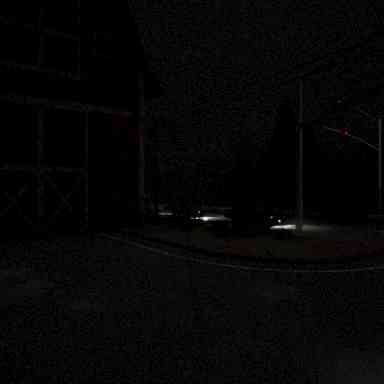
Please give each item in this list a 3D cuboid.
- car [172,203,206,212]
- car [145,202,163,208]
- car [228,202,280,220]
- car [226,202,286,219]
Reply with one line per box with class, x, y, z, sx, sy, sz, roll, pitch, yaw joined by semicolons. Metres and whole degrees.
car;-0.417;1.784;33.781;1.994;1.385;4.181;0;0;-34
car;-5.404;1.866;41.044;1.895;1.301;4.718;0;0;-34
car;5.743;1.705;31.342;1.837;1.490;4.892;0;0;-34
car;4.805;1.720;26.171;2.033;1.411;5.357;0;0;-34
